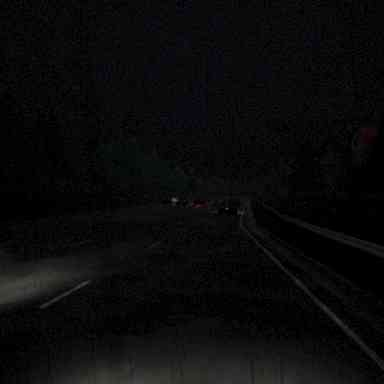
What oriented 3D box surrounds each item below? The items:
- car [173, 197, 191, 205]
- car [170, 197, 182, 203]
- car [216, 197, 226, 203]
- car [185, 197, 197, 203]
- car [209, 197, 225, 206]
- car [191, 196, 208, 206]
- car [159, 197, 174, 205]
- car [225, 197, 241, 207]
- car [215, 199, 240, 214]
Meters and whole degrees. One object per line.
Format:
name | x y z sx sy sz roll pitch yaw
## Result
car | -1.848 1.972 67.038 1.994 1.385 4.181 0 0 9
car | -3.668 1.829 77.480 1.812 1.442 4.674 0 0 9
car | 6.691 1.856 75.765 1.994 1.385 4.181 0 0 9
car | -0.210 1.900 76.937 1.895 1.301 4.718 0 0 9
car | 5.052 1.972 65.862 1.994 1.385 4.181 0 0 9
car | 1.537 1.911 66.056 1.837 1.490 4.892 0 0 9
car | -5.369 1.910 67.199 1.837 1.490 4.892 0 0 9
car | 7.463 1.717 58.385 2.097 1.767 4.553 0 0 9
car | 4.105 1.801 38.016 1.994 1.385 4.181 0 0 9
